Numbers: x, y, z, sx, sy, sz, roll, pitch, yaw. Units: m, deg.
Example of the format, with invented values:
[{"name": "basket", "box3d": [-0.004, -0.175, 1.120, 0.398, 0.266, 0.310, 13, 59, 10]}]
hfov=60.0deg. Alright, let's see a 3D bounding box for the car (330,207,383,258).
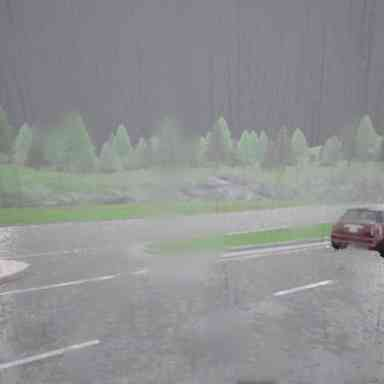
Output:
[{"name": "car", "box3d": [7.471, 1.345, 12.749, 4.553, 1.767, 2.097, 0, 0, -31]}]
